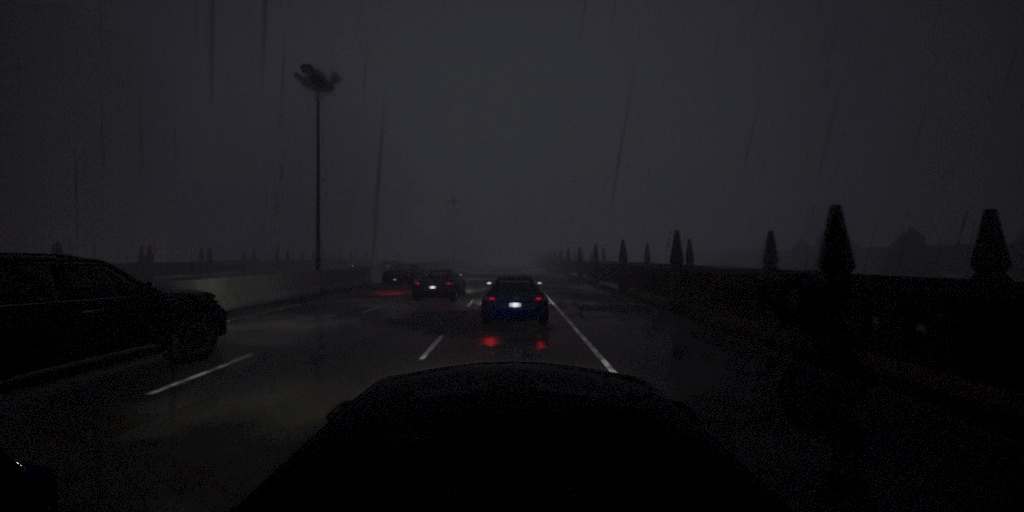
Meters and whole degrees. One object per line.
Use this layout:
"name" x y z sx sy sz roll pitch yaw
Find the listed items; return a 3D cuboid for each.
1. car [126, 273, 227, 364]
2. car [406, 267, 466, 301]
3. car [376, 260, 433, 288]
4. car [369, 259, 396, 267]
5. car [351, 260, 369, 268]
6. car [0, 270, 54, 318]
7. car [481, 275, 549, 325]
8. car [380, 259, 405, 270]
"car" -6.906 0.974 4.936 2.150 2.045 5.566 0 0 0
"car" -3.410 1.319 17.402 1.994 1.385 4.181 0 0 0
"car" -6.911 1.235 23.620 1.882 1.535 5.008 0 0 0
"car" -14.108 1.268 40.892 1.837 1.490 4.892 0 0 0
"car" -21.096 1.272 50.928 1.837 1.490 4.892 0 0 0
"car" -17.604 1.260 10.627 1.837 1.490 4.892 0 0 0
"car" 0.090 1.317 11.870 1.994 1.385 4.181 0 0 0
"car" -17.588 1.259 53.040 2.128 1.511 4.902 0 0 0
